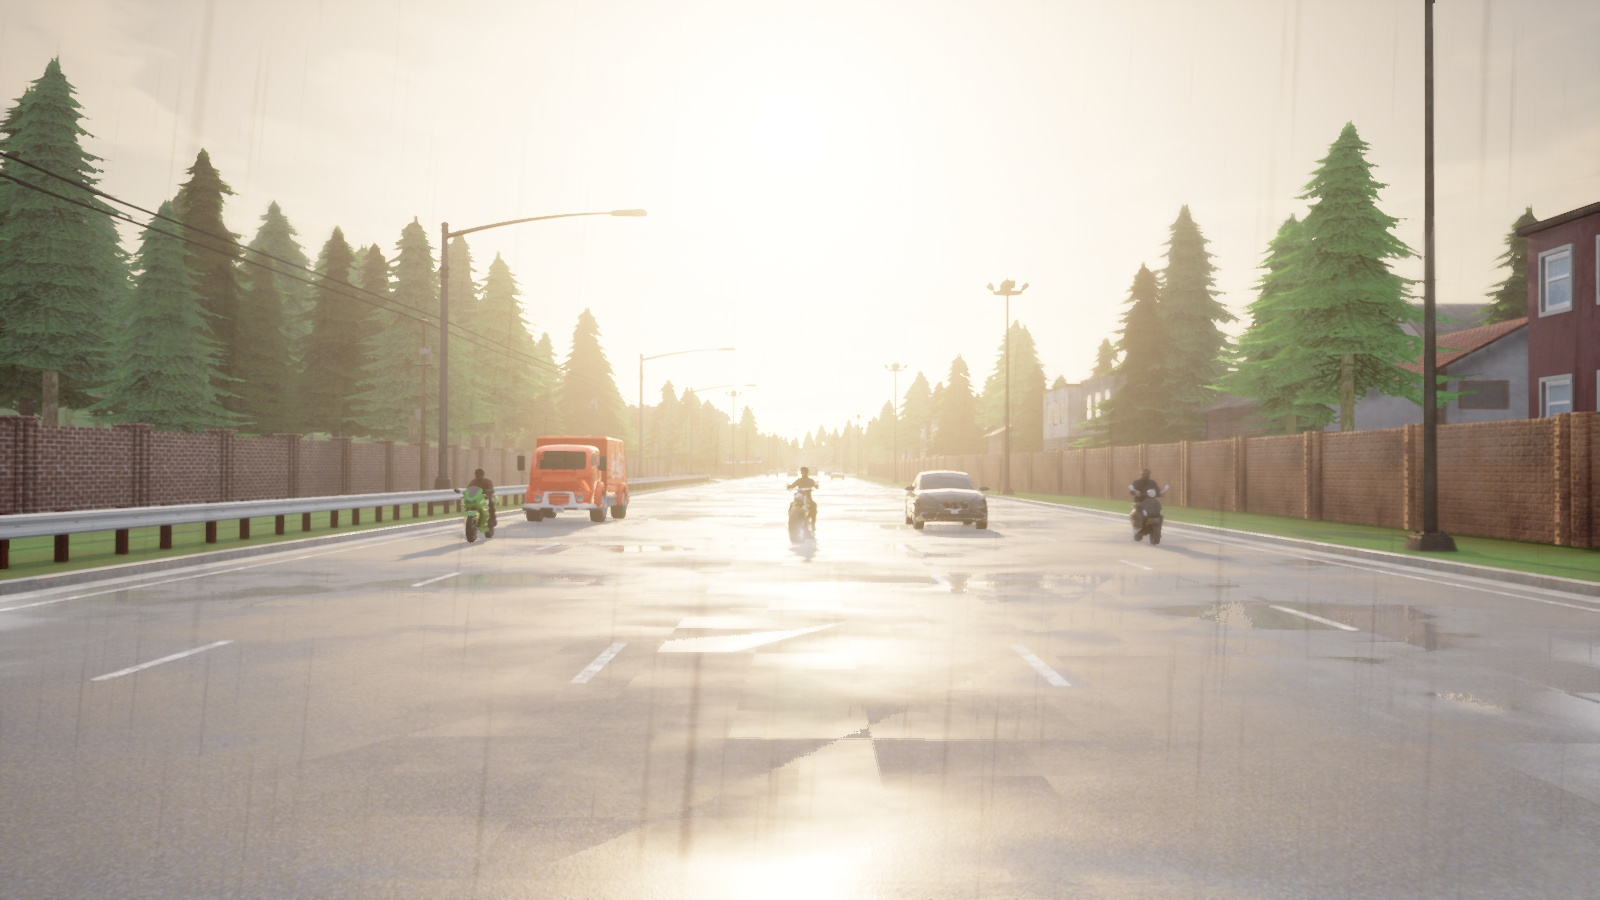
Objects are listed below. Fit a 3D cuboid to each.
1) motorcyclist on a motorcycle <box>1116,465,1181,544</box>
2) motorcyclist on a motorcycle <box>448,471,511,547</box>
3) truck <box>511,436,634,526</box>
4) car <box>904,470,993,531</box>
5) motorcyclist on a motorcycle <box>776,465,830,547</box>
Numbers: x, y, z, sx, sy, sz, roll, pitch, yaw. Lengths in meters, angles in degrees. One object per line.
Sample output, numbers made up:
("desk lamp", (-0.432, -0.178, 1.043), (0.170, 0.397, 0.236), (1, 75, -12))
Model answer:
("motorcyclist on a motorcycle", (7.314, 1.119, 26.467), (0.866, 1.590, 1.817), (0, -1, 1))
("motorcyclist on a motorcycle", (-6.688, 1.201, 26.309), (0.797, 1.523, 2.044), (0, -1, 1))
("truck", (-6.595, 0.888, 37.055), (2.627, 2.467, 5.204), (0, -1, 1))
("car", (3.876, 1.287, 33.564), (1.837, 1.490, 4.892), (0, -1, 1))
("motorcyclist on a motorcycle", (0.084, 1.145, 26.519), (0.766, 1.649, 2.350), (-1, -1, 9))
